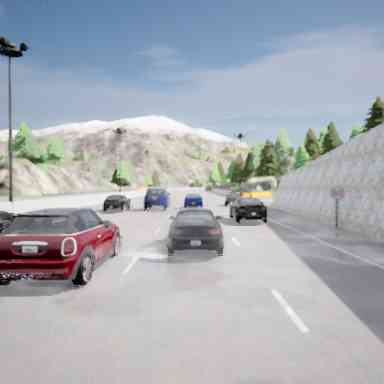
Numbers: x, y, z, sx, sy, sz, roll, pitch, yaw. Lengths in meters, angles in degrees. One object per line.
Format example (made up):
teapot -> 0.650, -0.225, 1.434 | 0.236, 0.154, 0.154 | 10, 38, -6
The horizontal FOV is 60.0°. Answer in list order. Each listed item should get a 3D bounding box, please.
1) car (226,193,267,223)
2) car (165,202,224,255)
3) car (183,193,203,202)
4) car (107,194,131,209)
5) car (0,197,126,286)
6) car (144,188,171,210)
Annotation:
car -> 3.625, 1.094, 21.961 | 1.882, 1.535, 5.008 | 0, 1, 0
car -> 0.114, 1.312, 12.150 | 1.812, 1.442, 4.674 | 0, 1, 0
car -> 0.139, 0.882, 34.199 | 1.882, 1.535, 5.008 | 0, 1, 0
car -> -6.865, 0.968, 30.744 | 1.837, 1.490, 4.892 | 0, 1, 0
car -> -3.388, 1.191, 9.094 | 2.097, 1.767, 4.553 | 0, 1, 0
car -> -3.363, 0.654, 32.530 | 2.150, 2.045, 5.566 | 0, 1, 0
